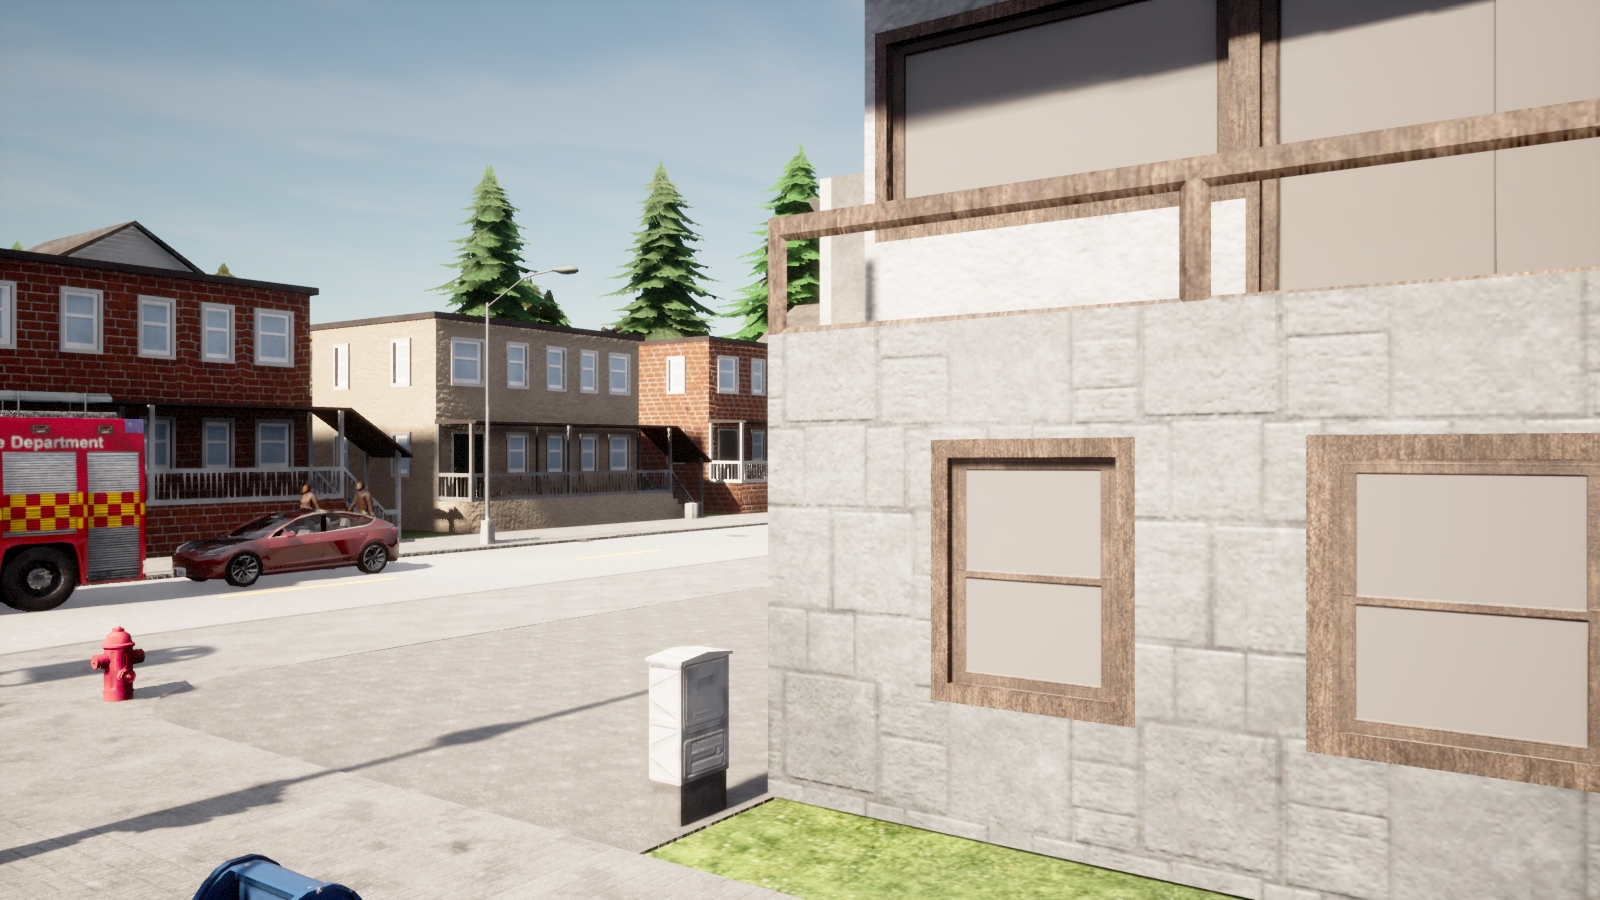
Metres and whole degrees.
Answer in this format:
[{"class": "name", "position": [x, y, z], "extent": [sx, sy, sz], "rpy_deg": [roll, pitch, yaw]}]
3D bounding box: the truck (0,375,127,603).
[{"class": "truck", "position": [-16.026, 0.669, 18.380], "extent": [2.891, 3.827, 8.468], "rpy_deg": [0, 0, 40]}]

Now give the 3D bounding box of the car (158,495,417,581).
[{"class": "car", "position": [-11.152, 1.843, 25.200], "extent": [2.163, 1.488, 4.792], "rpy_deg": [0, 0, 35]}]

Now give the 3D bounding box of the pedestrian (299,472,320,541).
[{"class": "pedestrian", "position": [-13.220, 1.516, 30.810], "extent": [0.375, 1.860, 0.375], "rpy_deg": [0, 0, 33]}]

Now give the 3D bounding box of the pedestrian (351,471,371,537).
[{"class": "pedestrian", "position": [-12.426, 1.524, 32.344], "extent": [0.375, 1.860, 0.375], "rpy_deg": [0, 0, 37]}]
